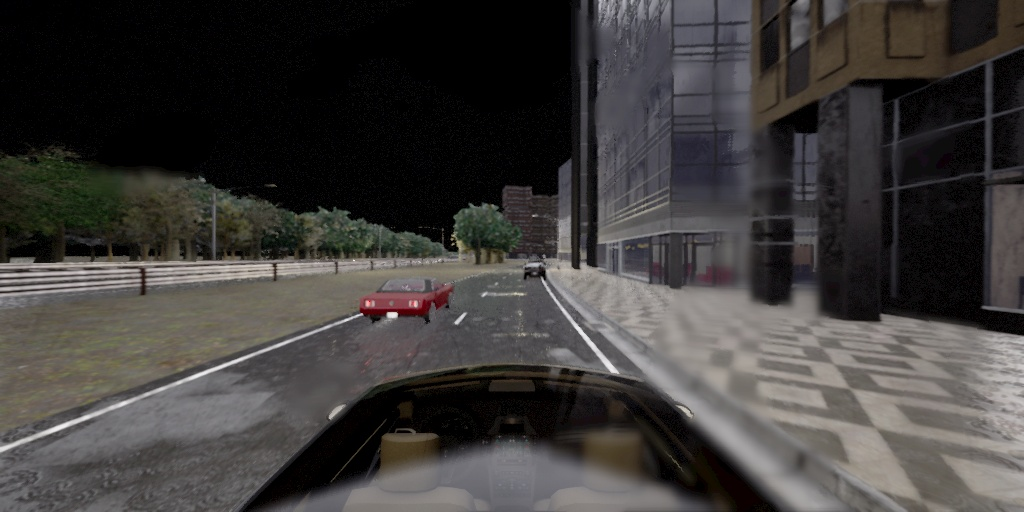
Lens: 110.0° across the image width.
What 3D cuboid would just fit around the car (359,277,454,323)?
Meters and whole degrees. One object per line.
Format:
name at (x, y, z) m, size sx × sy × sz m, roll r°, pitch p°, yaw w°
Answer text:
car at (-3.257, 1.351, 12.144) m, size 1.895 × 1.301 × 4.718 m, roll 0°, pitch 0°, yaw 1°

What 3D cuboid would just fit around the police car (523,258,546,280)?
police car at (1.984, 1.204, 31.451) m, size 1.930 × 1.638 × 5.238 m, roll 0°, pitch 0°, yaw 4°

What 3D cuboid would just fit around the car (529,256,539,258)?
car at (3.199, 1.156, 47.064) m, size 2.097 × 1.767 × 4.553 m, roll 0°, pitch 0°, yaw 5°
